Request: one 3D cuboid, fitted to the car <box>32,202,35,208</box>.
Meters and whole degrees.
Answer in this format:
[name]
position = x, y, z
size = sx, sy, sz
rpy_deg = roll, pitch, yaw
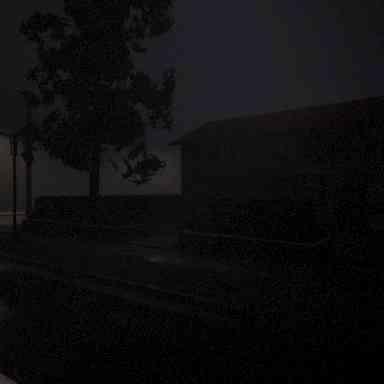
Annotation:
[car]
position = -19.426, 1.522, 43.799
size = 1.812, 1.442, 4.674
rpy_deg = 0, 0, 36
